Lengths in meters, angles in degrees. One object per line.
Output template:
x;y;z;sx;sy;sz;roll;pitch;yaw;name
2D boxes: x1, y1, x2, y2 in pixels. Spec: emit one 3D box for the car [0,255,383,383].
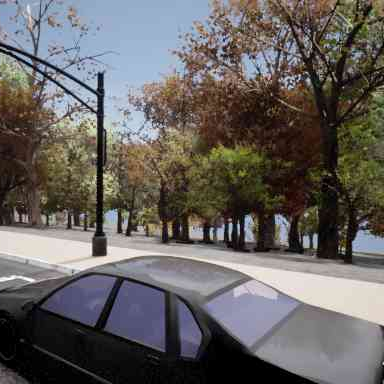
-0.551;1.547;4.071;5.357;1.411;2.033;0;0;35;car
